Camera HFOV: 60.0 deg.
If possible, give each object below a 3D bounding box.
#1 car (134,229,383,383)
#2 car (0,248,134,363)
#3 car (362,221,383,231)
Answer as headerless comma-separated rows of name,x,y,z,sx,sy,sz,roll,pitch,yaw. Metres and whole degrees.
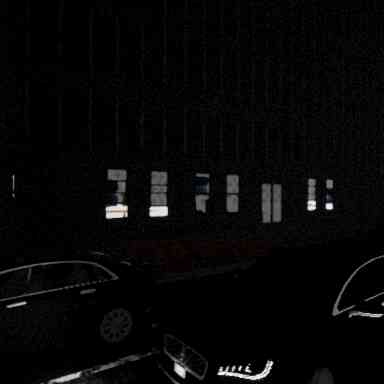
car,1.859,1.530,4.704,4.892,1.490,1.837,0,0,-35
car,-2.566,1.554,4.730,4.403,1.369,2.008,0,0,-35
car,6.704,1.656,11.338,4.206,1.307,1.802,0,0,-35
